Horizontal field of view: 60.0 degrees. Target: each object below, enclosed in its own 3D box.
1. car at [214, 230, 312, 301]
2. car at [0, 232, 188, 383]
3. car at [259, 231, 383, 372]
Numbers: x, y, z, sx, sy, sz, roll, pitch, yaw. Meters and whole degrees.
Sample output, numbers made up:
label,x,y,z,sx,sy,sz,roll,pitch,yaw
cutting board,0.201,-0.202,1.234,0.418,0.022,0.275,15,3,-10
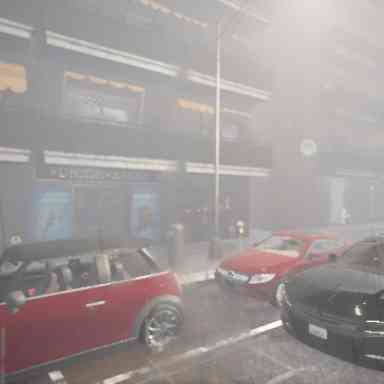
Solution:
label,x,y,z,sx,sy,sz,roll,pitch,yaw
car,2.458,1.588,7.839,4.206,1.307,1.802,0,1,-35
car,-2.138,1.441,4.558,4.097,1.590,1.967,0,1,-35
car,3.617,1.483,5.589,5.008,1.535,1.882,0,0,-35
